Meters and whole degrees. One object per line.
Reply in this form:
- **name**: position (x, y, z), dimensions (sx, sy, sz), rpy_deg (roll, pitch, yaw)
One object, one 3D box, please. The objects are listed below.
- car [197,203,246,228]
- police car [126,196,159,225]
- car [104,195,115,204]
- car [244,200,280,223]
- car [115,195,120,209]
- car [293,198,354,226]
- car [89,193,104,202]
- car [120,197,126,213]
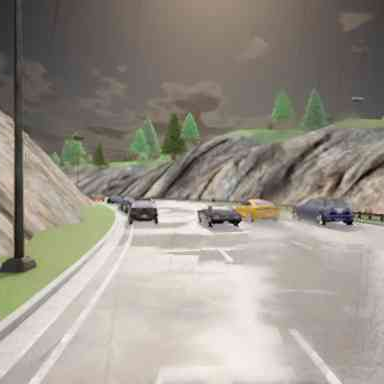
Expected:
- **car**: position (1.577, 1.446, 21.125), dimensions (1.895, 1.301, 4.718), rpy_deg (0, 0, -10)
- **police car**: position (-3.437, 1.267, 23.087), dimensions (1.930, 1.638, 5.238), rpy_deg (0, 0, -11)
- **car**: position (-12.228, 1.210, 52.970), dimensions (1.994, 1.385, 4.181), rpy_deg (0, 0, -26)
- **car**: position (4.566, 1.296, 23.999), dimensions (1.882, 1.535, 5.008), rpy_deg (0, 0, -11)
- **car**: position (-7.169, 1.225, 37.318), dimensions (1.882, 1.535, 5.008), rpy_deg (0, 0, -18)
- **car**: position (8.488, 1.177, 21.971), dimensions (2.097, 1.767, 4.553), rpy_deg (0, 0, -9)
- **car**: position (-18.501, 0.940, 64.589), dimensions (2.097, 1.767, 4.553), rpy_deg (0, 0, -30)
- **car**: position (-5.561, 1.288, 31.994), dimensions (1.837, 1.490, 4.892), rpy_deg (0, 0, -16)
